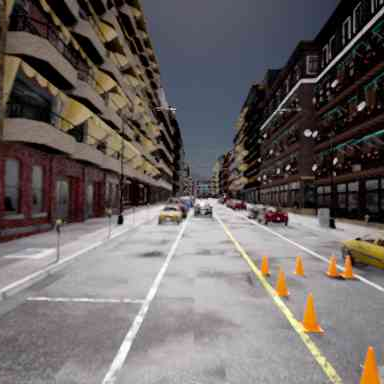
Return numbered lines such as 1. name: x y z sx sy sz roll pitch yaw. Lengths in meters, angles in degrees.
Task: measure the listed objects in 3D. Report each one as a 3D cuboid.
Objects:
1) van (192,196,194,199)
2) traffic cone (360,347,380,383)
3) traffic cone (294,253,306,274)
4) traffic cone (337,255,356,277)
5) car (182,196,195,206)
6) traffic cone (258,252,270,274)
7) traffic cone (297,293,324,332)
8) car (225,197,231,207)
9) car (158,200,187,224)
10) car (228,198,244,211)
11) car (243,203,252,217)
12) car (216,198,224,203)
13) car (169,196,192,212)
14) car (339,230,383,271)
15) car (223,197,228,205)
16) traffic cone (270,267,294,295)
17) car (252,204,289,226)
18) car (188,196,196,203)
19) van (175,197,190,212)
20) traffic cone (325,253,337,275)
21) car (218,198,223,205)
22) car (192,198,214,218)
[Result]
1. van: -1.076 1.624 48.394 1.690 1.788 3.998 2 0 1
2. traffic cone: 1.966 2.006 3.661 0.340 0.580 0.340 1 0 1
3. traffic cone: 3.109 2.056 9.635 0.340 0.580 0.340 1 0 1
4. traffic cone: 4.410 2.076 9.395 0.340 0.580 0.340 1 0 4
5. car: -0.678 1.735 64.979 2.192 1.841 5.009 2 0 1
6. traffic cone: 2.109 2.040 9.660 0.340 0.580 0.340 1 0 1
7. traffic cone: 2.013 2.018 5.661 0.340 0.580 0.340 1 0 1
8. car: 6.924 1.996 53.670 1.887 1.381 4.507 2 0 1
9. car: -1.617 1.649 26.107 1.752 1.417 4.829 2 0 1
10. car: 6.791 1.952 48.141 1.887 1.381 4.507 2 0 1
11. car: 6.393 1.837 31.555 2.008 1.369 4.403 2 0 1
12. car: 7.813 2.384 92.377 1.802 1.307 4.206 2 -1 1
13. car: -1.472 1.477 31.808 2.192 1.841 5.009 2 0 1
14. car: 5.869 1.670 9.609 1.752 1.417 4.829 2 0 1
15. car: 7.068 1.937 59.200 1.967 1.590 4.097 2 0 1
16. traffic cone: 2.061 2.029 7.660 0.340 0.580 0.340 1 0 1
17. car: 6.261 1.794 26.024 1.887 1.381 4.507 2 0 1
18. car: -0.018 1.993 92.623 2.192 1.841 5.009 2 -1 1
19. van: -1.208 1.581 42.864 1.690 1.788 3.998 2 0 1
20. traffic cone: 4.074 2.071 9.615 0.340 0.580 0.340 1 0 4
21. car: 7.295 1.906 70.260 2.192 1.841 5.009 2 0 1
22. car: 1.097 1.703 33.161 2.128 1.511 4.902 1 0 1
